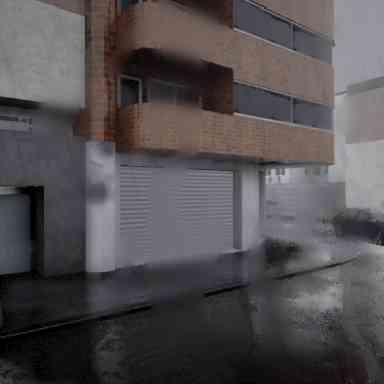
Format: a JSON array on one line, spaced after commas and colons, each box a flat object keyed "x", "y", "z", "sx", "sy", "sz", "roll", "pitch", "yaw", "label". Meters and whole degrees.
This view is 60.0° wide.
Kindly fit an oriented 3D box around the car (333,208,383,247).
[{"x": 8.395, "y": 1.507, "z": 15.214, "sx": 1.837, "sy": 1.490, "sz": 4.892, "roll": 2, "pitch": -1, "yaw": -8, "label": "car"}]
